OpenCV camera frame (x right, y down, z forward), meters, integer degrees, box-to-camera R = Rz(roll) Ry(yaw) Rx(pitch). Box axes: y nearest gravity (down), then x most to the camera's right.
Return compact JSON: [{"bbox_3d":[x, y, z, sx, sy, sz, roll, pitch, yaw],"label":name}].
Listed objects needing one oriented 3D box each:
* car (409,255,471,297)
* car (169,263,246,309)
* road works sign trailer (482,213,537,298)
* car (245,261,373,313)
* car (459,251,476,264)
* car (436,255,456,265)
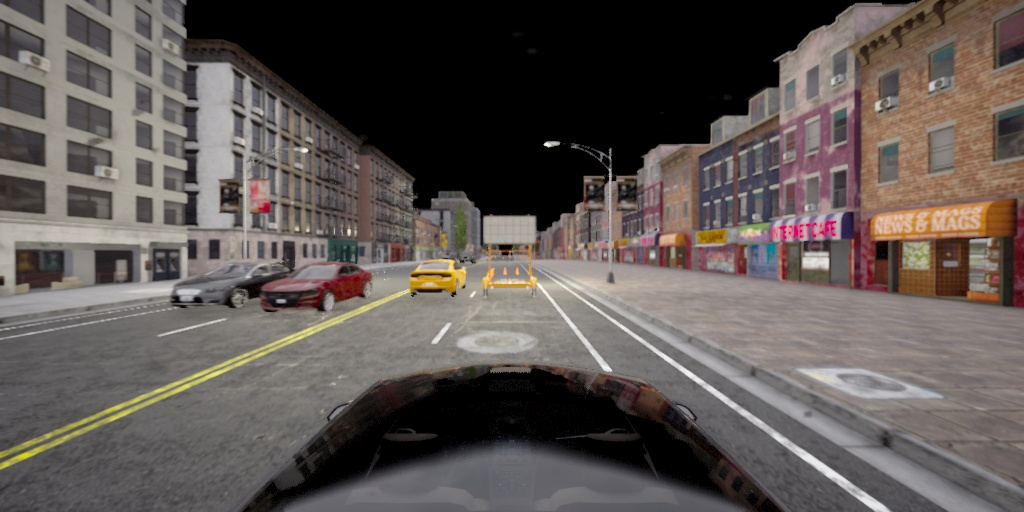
[{"bbox_3d":[-3.249,0.905,16.515,1.882,1.535,5.008,0,1,0],"label":"car"},{"bbox_3d":[-9.926,0.983,13.367,2.128,1.511,4.902,0,1,0],"label":"car"},{"bbox_3d":[-0.094,-0.100,16.087,2.380,3.560,2.880,0,0,0],"label":"road works sign trailer"},{"bbox_3d":[-6.672,0.979,12.833,1.882,1.535,5.008,0,1,0],"label":"car"},{"bbox_3d":[-6.903,0.211,55.834,2.150,2.045,5.566,0,1,0],"label":"car"},{"bbox_3d":[-10.150,0.542,55.745,2.033,1.411,5.357,0,0,0],"label":"car"}]
